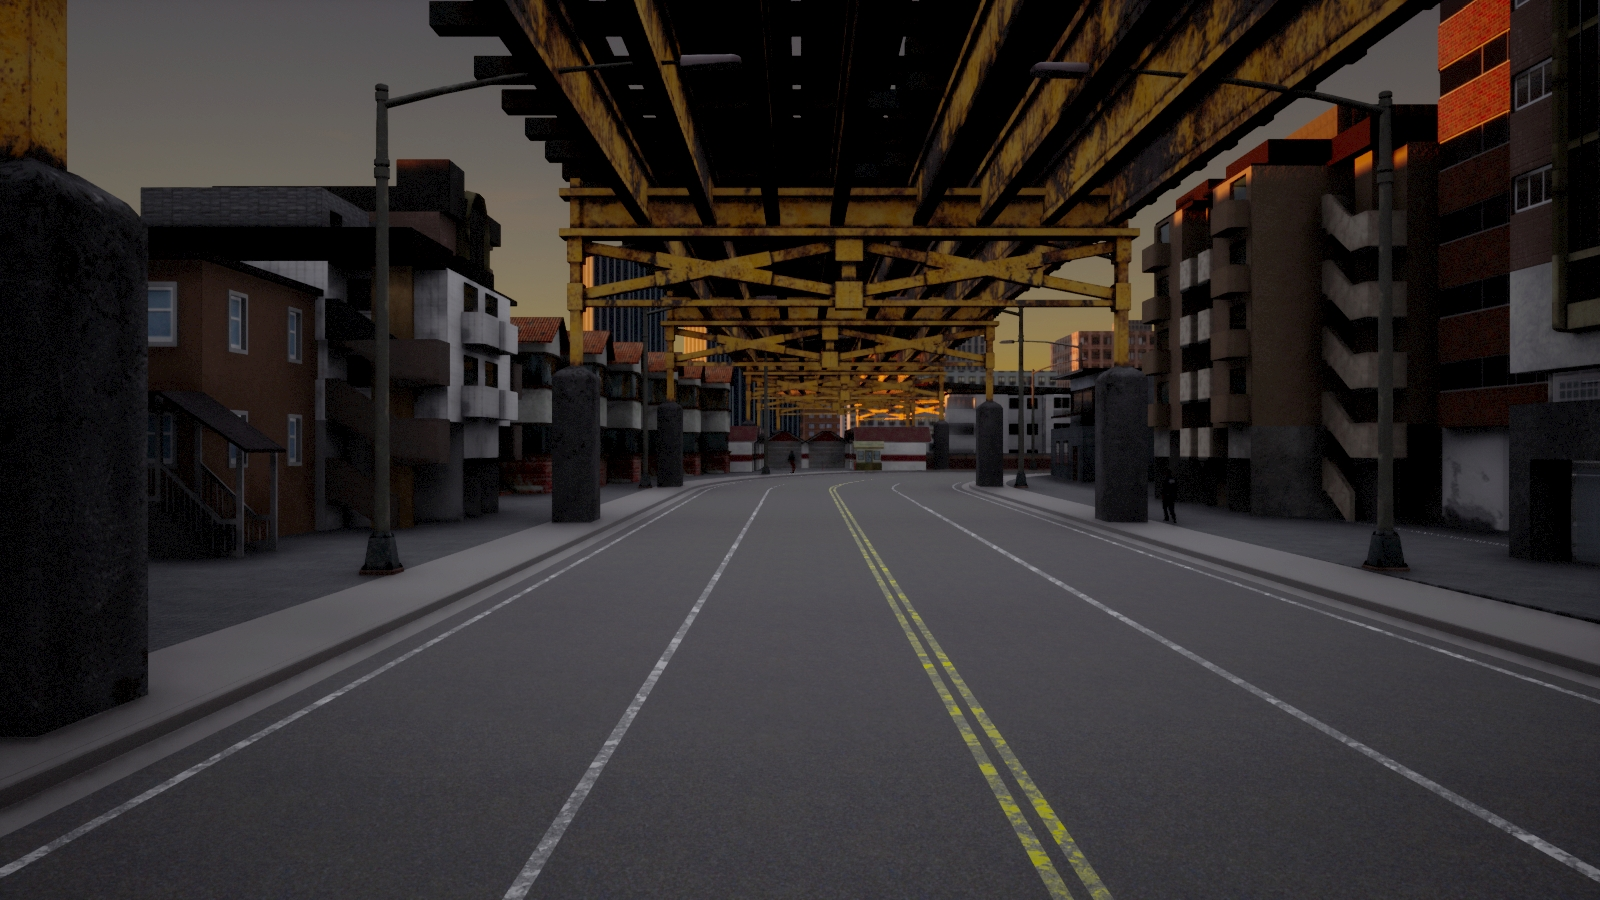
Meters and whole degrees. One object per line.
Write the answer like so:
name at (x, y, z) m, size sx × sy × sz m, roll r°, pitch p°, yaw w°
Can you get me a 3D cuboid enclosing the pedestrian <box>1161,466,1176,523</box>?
pedestrian at (12.156, 1.451, 37.687) m, size 0.375 × 1.860 × 0.375 m, roll 0°, pitch 0°, yaw -6°
